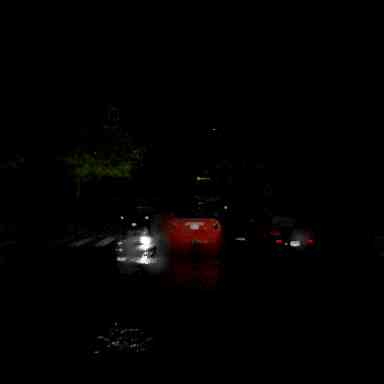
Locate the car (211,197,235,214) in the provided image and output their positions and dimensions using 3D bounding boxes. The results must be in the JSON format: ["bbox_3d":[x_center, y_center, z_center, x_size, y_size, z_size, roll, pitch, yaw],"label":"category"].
[{"bbox_3d":[3.358,1.506,35.184,1.994,1.385,4.181,0,0,0],"label":"car"}]

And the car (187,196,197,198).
[{"bbox_3d":[0.013,1.394,52.459,2.128,1.511,4.902,0,0,0],"label":"car"}]

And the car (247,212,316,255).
[{"bbox_3d":[3.355,1.510,13.107,1.812,1.442,4.674,0,0,0],"label":"car"}]

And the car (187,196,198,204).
[{"bbox_3d":[0.015,1.432,62.880,1.994,1.385,4.181,0,0,0],"label":"car"}]

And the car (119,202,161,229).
[{"bbox_3d":[-3.340,1.571,21.473,1.895,1.301,4.718,0,0,0],"label":"car"}]

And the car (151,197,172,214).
[{"bbox_3d":[-3.335,1.513,31.898,1.994,1.385,4.181,0,0,0],"label":"car"}]

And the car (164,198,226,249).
[{"bbox_3d":[0.105,1.334,14.620,2.097,1.767,4.553,0,0,0],"label":"car"}]
